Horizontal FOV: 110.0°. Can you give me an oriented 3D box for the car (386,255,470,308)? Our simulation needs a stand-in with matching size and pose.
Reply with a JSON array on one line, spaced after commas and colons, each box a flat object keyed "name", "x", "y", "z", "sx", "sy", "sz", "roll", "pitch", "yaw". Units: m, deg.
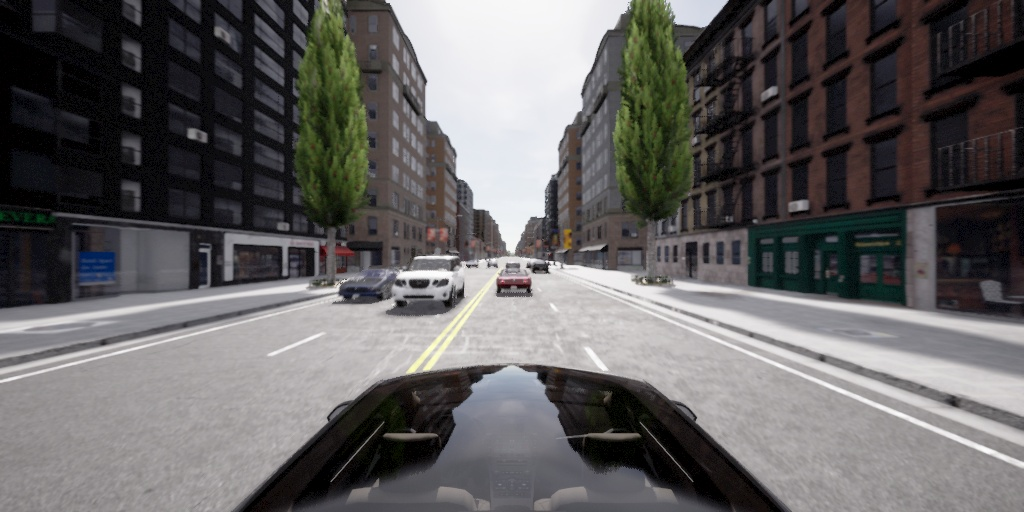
[{"name": "car", "x": -3.348, "y": 0.971, "z": 15.592, "sx": 2.150, "sy": 2.045, "sz": 5.566, "roll": 0, "pitch": 0, "yaw": 0}]

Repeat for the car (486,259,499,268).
[{"name": "car", "x": -3.243, "y": 1.257, "z": 60.200, "sx": 2.128, "sy": 1.511, "sz": 4.902, "roll": 0, "pitch": 0, "yaw": 0}]

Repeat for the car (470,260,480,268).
[{"name": "car", "x": -6.493, "y": 1.296, "z": 60.200, "sx": 2.033, "sy": 1.411, "sz": 5.357, "roll": 0, "pitch": 0, "yaw": 0}]

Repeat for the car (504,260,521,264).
[{"name": "car", "x": 0.105, "y": 1.238, "z": 44.841, "sx": 2.128, "sy": 1.511, "sz": 4.902, "roll": 0, "pitch": 0, "yaw": 0}]

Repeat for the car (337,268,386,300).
[{"name": "car", "x": -6.597, "y": 1.297, "z": 17.837, "sx": 2.033, "sy": 1.411, "sz": 5.357, "roll": 0, "pitch": 0, "yaw": 0}]

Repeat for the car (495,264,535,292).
[{"name": "car", "x": 0.102, "y": 1.351, "z": 21.059, "sx": 1.895, "sy": 1.301, "sz": 4.718, "roll": 0, "pitch": 0, "yaw": 0}]

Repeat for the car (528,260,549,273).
[{"name": "car", "x": 3.351, "y": 1.225, "z": 43.287, "sx": 1.882, "sy": 1.535, "sz": 5.008, "roll": 0, "pitch": 0, "yaw": 0}]
